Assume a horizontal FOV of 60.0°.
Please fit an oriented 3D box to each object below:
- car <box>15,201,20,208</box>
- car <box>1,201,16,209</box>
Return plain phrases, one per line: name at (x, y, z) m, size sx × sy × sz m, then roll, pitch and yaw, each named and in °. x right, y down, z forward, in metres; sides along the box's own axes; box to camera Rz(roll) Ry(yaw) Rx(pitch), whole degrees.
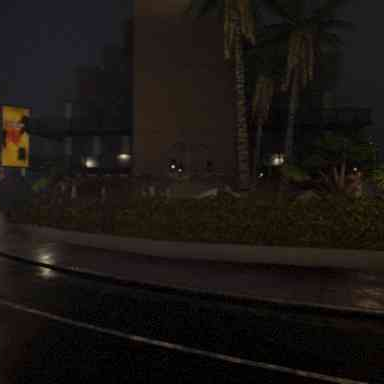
car at (-30.611, 2.501, 62.873) m, size 1.994 × 1.385 × 4.181 m, roll 0°, pitch -1°, yaw 9°
car at (-34.067, 2.469, 63.424) m, size 2.128 × 1.511 × 4.902 m, roll 0°, pitch -1°, yaw 9°
